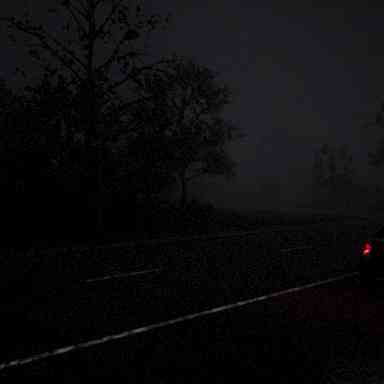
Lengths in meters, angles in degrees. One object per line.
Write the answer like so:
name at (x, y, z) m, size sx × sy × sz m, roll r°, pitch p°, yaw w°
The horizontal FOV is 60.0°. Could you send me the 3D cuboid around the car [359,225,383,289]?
car at (6.030, 1.350, 7.932) m, size 4.553 × 1.767 × 2.097 m, roll 0°, pitch 0°, yaw -35°
